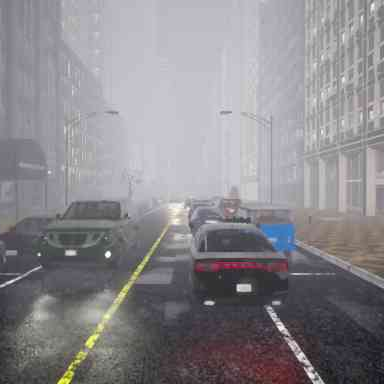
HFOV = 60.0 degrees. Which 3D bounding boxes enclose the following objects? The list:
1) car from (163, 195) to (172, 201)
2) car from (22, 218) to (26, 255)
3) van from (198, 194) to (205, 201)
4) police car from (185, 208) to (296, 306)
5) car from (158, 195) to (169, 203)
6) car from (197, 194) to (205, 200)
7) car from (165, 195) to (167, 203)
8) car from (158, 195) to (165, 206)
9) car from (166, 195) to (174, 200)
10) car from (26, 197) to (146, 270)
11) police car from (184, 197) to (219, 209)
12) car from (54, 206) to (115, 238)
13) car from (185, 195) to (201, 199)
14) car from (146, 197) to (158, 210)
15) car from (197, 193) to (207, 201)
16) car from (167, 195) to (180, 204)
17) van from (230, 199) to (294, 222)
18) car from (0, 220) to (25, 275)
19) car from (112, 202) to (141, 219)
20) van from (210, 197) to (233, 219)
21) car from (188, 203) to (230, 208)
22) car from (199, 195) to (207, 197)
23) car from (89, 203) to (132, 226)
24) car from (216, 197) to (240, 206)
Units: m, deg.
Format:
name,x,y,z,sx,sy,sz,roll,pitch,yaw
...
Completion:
name,x,y,z,sx,sy,sz,roll,pitch,yaw
car,-5.944,1.504,80.784,1.752,1.417,4.829,-1,0,0
car,-5.736,1.563,12.750,1.947,1.339,4.313,-1,0,0
van,2.416,1.317,86.663,1.690,1.788,3.998,-1,0,0
police car,0.875,1.423,8.226,1.930,1.638,5.238,0,0,0
car,-5.911,1.422,69.586,1.967,1.590,4.097,-1,0,0
car,2.400,1.414,92.346,1.967,1.590,4.097,-1,0,0
car,-5.893,1.566,63.902,1.802,1.307,4.206,-1,0,0
car,-5.858,1.538,52.535,2.008,1.369,4.403,-1,0,0
car,-5.980,1.540,92.321,1.947,1.339,4.313,-1,0,0
car,-3.135,1.219,11.339,2.150,2.045,5.566,0,0,0
police car,0.693,1.419,24.250,1.930,1.638,5.238,0,0,1
car,-5.754,1.540,18.433,1.887,1.381,4.507,-1,0,0
car,-0.126,1.537,45.240,2.033,1.411,5.357,0,0,0
car,-5.823,1.541,41.168,2.008,1.369,4.403,-1,0,0
car,2.433,1.293,80.979,2.192,1.841,5.009,-1,0,0
car,-3.188,1.585,62.550,1.895,1.301,4.718,0,0,0
van,2.642,1.338,12.775,1.690,1.788,3.998,-1,0,0
car,-5.719,1.549,7.066,2.008,1.369,4.403,-1,0,0
car,-5.788,1.575,29.801,1.802,1.307,4.206,-1,0,0
van,2.590,1.334,29.826,1.690,1.788,3.998,-1,0,0
car,0.845,1.522,18.117,1.812,1.442,4.674,0,0,0
car,2.523,1.538,52.560,2.008,1.369,4.403,-1,0,0
car,-5.772,1.545,24.117,2.008,1.369,4.403,-1,0,0
car,2.607,1.309,24.143,2.192,1.841,5.009,-1,0,0
